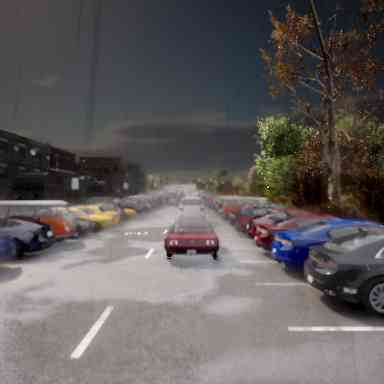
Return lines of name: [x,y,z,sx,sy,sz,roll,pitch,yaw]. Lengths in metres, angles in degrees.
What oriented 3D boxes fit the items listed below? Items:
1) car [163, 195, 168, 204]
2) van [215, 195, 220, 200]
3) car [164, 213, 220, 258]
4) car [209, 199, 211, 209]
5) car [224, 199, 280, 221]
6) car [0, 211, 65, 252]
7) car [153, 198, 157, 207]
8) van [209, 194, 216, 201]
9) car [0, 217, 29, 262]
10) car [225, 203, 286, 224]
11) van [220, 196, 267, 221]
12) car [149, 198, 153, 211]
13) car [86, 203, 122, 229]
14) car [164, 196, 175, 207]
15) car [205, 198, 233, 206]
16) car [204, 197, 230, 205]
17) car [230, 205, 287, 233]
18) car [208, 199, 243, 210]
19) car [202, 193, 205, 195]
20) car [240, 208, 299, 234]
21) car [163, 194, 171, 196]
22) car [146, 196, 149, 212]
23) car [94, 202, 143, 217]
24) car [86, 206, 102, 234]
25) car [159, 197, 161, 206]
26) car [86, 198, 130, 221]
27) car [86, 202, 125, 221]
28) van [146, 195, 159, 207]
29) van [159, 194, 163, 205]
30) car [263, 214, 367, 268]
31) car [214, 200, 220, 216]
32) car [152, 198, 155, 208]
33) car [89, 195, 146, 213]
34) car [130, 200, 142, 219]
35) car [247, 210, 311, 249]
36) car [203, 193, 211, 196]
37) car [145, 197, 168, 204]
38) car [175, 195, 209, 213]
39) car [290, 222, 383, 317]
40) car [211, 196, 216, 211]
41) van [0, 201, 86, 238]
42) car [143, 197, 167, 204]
car: [-7.706,1.770,63.438,5.008,1.535,2.097,0,1,0]
van: [5.003,1.572,35.231,4.442,1.987,1.878,0,-1,0]
car: [0.008,1.724,13.223,1.895,1.301,4.718,0,0,0]
car: [4.916,1.877,40.874,4.792,1.488,2.163,0,-1,0]
car: [4.921,1.573,24.060,4.553,1.767,2.185,0,-1,0]
car: [-7.701,1.626,12.557,4.792,1.488,2.163,0,-1,0]
car: [-7.688,1.931,46.472,4.674,1.452,2.002,0,-1,0]
van: [4.765,1.646,43.702,4.442,1.987,1.878,0,-1,0]
car: [-7.667,1.612,9.731,4.674,1.452,2.002,0,-1,0]
car: [4.887,1.673,21.236,5.008,1.535,2.097,0,-1,0]
van: [5.003,1.521,29.581,4.442,1.987,1.878,0,0,0]
car: [-7.693,1.846,40.813,5.008,1.535,2.097,0,-1,0]
car: [-7.491,1.668,21.033,5.366,1.575,1.946,0,-1,0]
car: [-3.347,1.860,58.434,1.812,1.442,4.674,0,1,0]
car: [4.885,1.797,60.662,4.892,1.521,2.231,0,1,0]
car: [4.872,1.745,66.434,5.008,1.535,2.097,0,0,0]
car: [4.898,1.648,18.412,5.008,1.535,2.097,0,-1,0]
car: [4.877,1.890,49.481,5.008,1.535,2.097,0,1,0]
car: [4.844,1.595,69.132,4.553,1.767,2.185,0,1,0]
car: [4.925,1.652,15.464,4.792,1.488,2.163,0,-1,0]
car: [-7.517,1.743,66.265,5.366,1.575,1.946,0,1,0]
car: [-7.655,1.696,37.988,4.553,1.767,2.185,0,-1,0]
car: [-7.682,1.836,35.161,4.674,1.452,2.002,0,-1,0]
car: [-7.677,1.686,18.208,4.674,1.452,2.002,0,-1,0]
car: [-7.692,1.910,52.137,4.674,1.452,2.002,0,0,0]
car: [-7.648,1.596,26.686,4.553,1.767,2.185,0,-1,0]
car: [-7.863,1.693,23.859,5.366,1.575,1.946,0,0,0]
van: [-7.576,1.664,49.430,4.442,1.987,1.878,0,0,0]
van: [-7.579,1.619,54.960,4.442,1.987,1.878,0,1,0]
car: [4.894,1.572,9.817,5.008,1.535,2.097,0,0,0]
car: [4.893,1.773,32.405,4.892,1.521,2.231,0,-1,0]
car: [-7.692,1.911,43.638,4.674,1.452,2.002,0,-1,0]
car: [-7.654,1.520,32.338,5.566,2.045,2.435,0,-1,0]
car: [-7.496,1.743,29.510,5.366,1.575,1.946,0,-1,0]
car: [4.892,1.597,12.640,5.008,1.535,2.097,0,-1,0]
car: [4.854,1.617,52.314,5.566,2.045,2.435,0,1,0]
car: [-7.703,1.736,71.916,4.674,1.452,2.002,0,1,0]
car: [-0.007,1.474,27.549,2.150,2.045,5.566,0,0,0]
car: [4.897,1.549,6.993,4.892,1.521,2.231,0,-1,0]
car: [4.853,1.698,38.177,4.553,1.767,2.185,0,0,0]
van: [-7.556,1.396,15.384,4.442,1.987,1.878,0,-1,0]
car: [-7.701,1.761,69.091,4.674,1.452,2.002,0,1,0]
